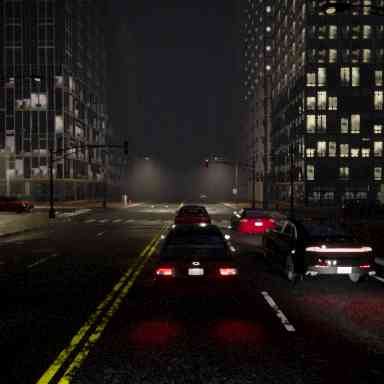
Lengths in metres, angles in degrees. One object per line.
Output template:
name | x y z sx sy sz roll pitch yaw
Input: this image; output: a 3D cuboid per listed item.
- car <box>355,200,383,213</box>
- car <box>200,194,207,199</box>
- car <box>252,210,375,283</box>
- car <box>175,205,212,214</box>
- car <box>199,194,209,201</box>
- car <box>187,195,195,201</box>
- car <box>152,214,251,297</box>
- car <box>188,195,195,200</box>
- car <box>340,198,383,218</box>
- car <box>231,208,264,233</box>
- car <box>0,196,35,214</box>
car | 21.730 1.642 38.516 4.829 1.417 1.752 1 0 1
car | 3.059 1.266 91.397 1.812 1.442 4.674 0 0 0
car | 3.328 1.487 9.669 2.128 1.511 4.902 0 0 0
car | 0.066 1.468 18.576 1.882 1.535 5.008 0 0 1
car | 3.080 1.513 81.425 1.895 1.301 4.718 0 0 0
car | -0.173 1.519 82.767 1.895 1.301 4.718 0 0 0
car | 0.083 1.544 8.755 2.033 1.411 5.357 0 0 0
car | -0.195 1.459 92.857 1.994 1.385 4.181 0 0 0
car | 16.139 1.519 30.217 5.009 1.841 2.192 1 0 1
car | 3.311 1.554 18.470 1.994 1.385 4.181 0 0 0
car | -18.277 1.206 33.292 4.553 1.767 2.097 1 1 1
